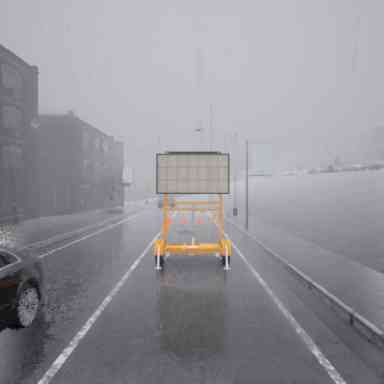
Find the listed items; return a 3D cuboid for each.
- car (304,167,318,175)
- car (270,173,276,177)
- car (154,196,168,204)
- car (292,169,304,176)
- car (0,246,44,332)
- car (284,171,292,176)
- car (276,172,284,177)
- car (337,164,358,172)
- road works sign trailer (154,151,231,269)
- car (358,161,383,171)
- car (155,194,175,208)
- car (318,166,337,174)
[{"bbox_3d":[22.889,-3.803,60.662,2.185,1.767,4.553,0,1,-5],"label":"car"},{"bbox_3d":[21.697,-4.057,82.764,2.231,1.521,4.892,0,1,-1],"label":"car"},{"bbox_3d":[-7.237,1.823,77.178,2.097,1.767,4.553,0,-1,-20],"label":"car"},{"bbox_3d":[22.418,-3.779,66.167,2.097,1.535,5.008,0,1,-4],"label":"car"},{"bbox_3d":[-3.602,1.490,4.109,2.128,1.511,4.902,0,0,0],"label":"car"},{"bbox_3d":[22.064,-3.841,71.704,2.002,1.452,4.674,0,1,-3],"label":"car"},{"bbox_3d":[21.828,-3.978,77.246,2.231,1.521,4.892,0,1,-1],"label":"car"},{"bbox_3d":[24.216,-3.431,49.498,2.002,1.452,4.674,0,1,-7],"label":"car"},{"bbox_3d":[0.034,0.460,11.070,2.380,3.560,2.880,0,0,1],"label":"road works sign trailer"},{"bbox_3d":[25.023,-3.369,44.137,2.231,1.521,4.892,0,1,-9],"label":"car"},{"bbox_3d":[-3.631,1.217,48.097,2.150,2.045,5.566,0,0,0],"label":"car"},{"bbox_3d":[23.512,-3.542,54.971,2.163,1.488,4.792,0,1,-6],"label":"car"}]
